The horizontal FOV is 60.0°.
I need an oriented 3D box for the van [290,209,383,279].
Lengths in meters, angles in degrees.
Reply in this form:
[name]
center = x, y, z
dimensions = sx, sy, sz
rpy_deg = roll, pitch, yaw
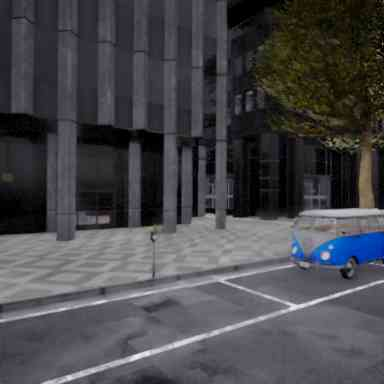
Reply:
[van]
center = 4.682, 1.408, 9.987
dimensions = 3.998, 1.788, 1.690
rpy_deg = 0, 0, -36
